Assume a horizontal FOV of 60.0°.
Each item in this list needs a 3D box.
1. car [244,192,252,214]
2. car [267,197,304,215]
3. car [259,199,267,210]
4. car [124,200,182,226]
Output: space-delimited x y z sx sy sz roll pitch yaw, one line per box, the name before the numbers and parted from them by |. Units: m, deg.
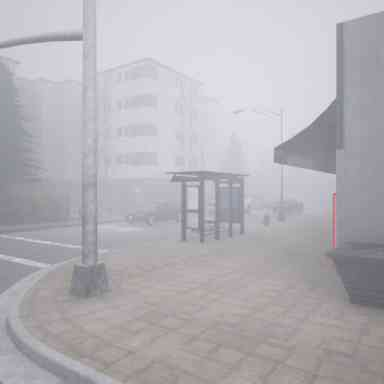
car | 3.544 1.044 30.373 2.150 2.045 5.566 0 0 36
car | 9.364 1.327 32.150 1.837 1.490 4.892 0 0 36
car | 9.488 1.300 38.587 1.882 1.535 5.008 0 0 36
car | -2.342 1.327 22.191 1.837 1.490 4.892 0 0 36
